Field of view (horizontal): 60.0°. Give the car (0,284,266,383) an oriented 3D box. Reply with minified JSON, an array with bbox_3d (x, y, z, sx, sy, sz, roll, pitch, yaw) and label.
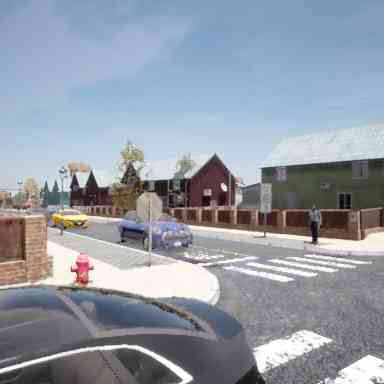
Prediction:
[{"bbox_3d":[-1.628,1.503,1.813,4.892,1.490,1.837,0,2,-39],"label":"car"}]

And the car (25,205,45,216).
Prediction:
[{"bbox_3d":[-25.642,2.998,54.134,2.097,1.767,4.553,1,-2,-36],"label":"car"}]

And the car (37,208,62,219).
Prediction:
[{"bbox_3d":[-19.650,2.905,45.779,2.033,1.411,5.357,1,-2,-35],"label":"car"}]

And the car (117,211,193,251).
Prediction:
[{"bbox_3d":[-1.881,1.685,15.955,2.097,1.767,4.553,1,-3,-35],"label":"car"}]

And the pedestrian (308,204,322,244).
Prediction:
[{"bbox_3d":[5.699,1.467,15.487,0.375,1.860,0.375,0,0,-36],"label":"pedestrian"}]

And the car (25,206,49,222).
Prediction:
[{"bbox_3d":[-17.541,2.588,37.848,1.837,1.490,4.892,1,-3,-35],"label":"car"}]

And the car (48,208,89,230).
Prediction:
[{"bbox_3d":[-10.036,2.199,27.346,1.882,1.535,5.008,2,-3,-36],"label":"car"}]
